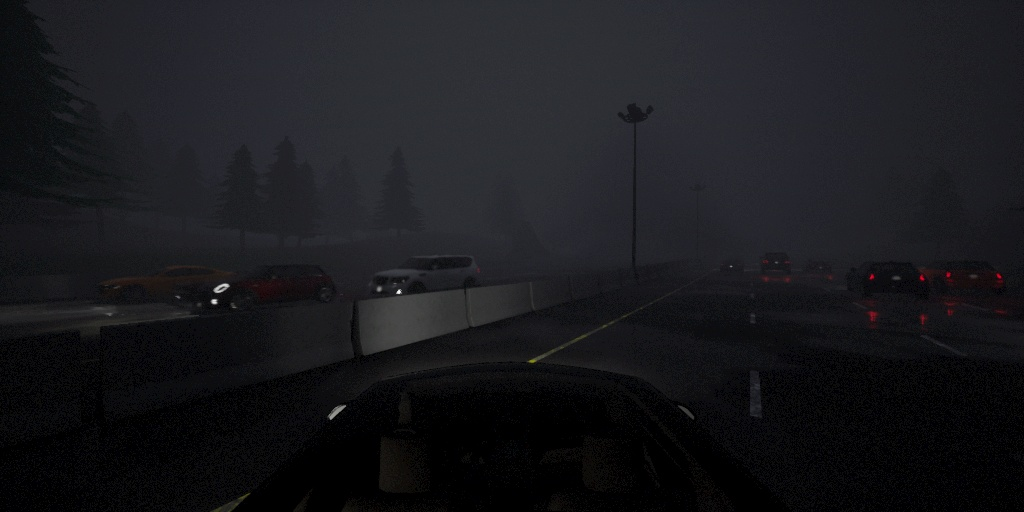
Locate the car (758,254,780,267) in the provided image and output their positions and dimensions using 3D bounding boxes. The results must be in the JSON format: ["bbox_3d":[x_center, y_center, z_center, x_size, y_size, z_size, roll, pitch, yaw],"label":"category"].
[{"bbox_3d":[33.371,0.584,46.655,2.128,1.511,4.902,0,1,33],"label":"car"}]

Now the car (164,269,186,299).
[{"bbox_3d":[-12.291,1.337,16.352,1.895,1.301,4.718,0,0,34],"label":"car"}]

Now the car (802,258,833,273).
[{"bbox_3d":[30.016,0.869,35.315,1.812,1.442,4.674,0,0,33],"label":"car"}]

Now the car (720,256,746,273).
[{"bbox_3d":[22.565,0.956,36.757,1.994,1.385,4.181,0,1,34],"label":"car"}]

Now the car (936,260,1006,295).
[{"bbox_3d":[23.320,0.965,18.948,2.097,1.767,4.553,0,1,34],"label":"car"}]

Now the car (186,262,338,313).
[{"bbox_3d":[-9.515,1.091,14.206,2.097,1.767,4.553,0,0,34],"label":"car"}]

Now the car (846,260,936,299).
[{"bbox_3d":[18.277,1.003,17.691,2.097,1.767,4.553,0,1,34],"label":"car"}]

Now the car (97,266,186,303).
[{"bbox_3d":[-15.986,1.213,17.118,1.882,1.535,5.008,0,0,34],"label":"car"}]

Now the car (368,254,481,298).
[{"bbox_3d":[-3.750,0.949,16.547,2.150,2.045,5.566,0,0,34],"label":"car"}]

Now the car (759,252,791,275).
[{"bbox_3d":[25.093,0.629,34.237,2.150,2.045,5.566,0,1,34],"label":"car"}]
